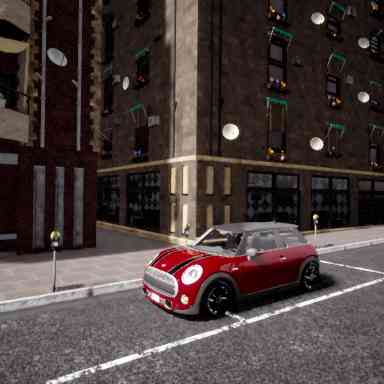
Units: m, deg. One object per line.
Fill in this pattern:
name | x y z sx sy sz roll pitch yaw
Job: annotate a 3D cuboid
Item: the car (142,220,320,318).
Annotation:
car | 0.944 1.442 7.358 4.097 1.590 1.967 0 1 -35
